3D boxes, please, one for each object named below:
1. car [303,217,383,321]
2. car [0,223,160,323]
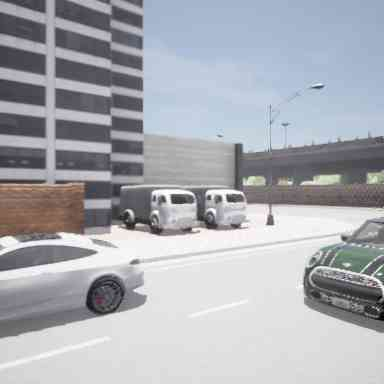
[{"bbox_3d":[4.438,1.336,7.081,4.553,1.767,2.097,0,0,-35],"label":"car"},{"bbox_3d":[-3.120,1.524,6.040,4.674,1.442,1.812,0,0,-35],"label":"car"}]
